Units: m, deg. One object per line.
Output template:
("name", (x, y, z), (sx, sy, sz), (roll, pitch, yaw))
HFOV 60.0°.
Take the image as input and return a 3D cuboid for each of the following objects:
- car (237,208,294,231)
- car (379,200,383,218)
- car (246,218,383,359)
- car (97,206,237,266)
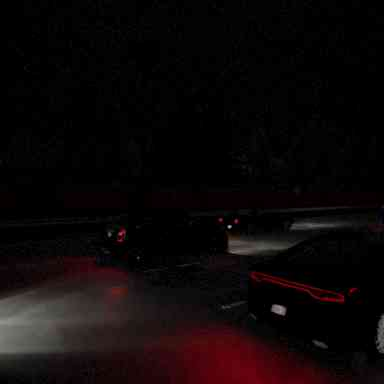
("car", (3.835, 1.602, 19.483), (4.718, 1.301, 1.895), (0, 0, -36))
("car", (15.498, 1.224, 23.618), (5.566, 2.045, 2.150), (0, 0, -36))
("car", (3.207, 1.478, 6.066), (5.008, 1.535, 1.882), (0, 0, -36))
("car", (-0.896, 1.353, 11.739), (4.553, 1.767, 2.097), (0, 0, -36))
